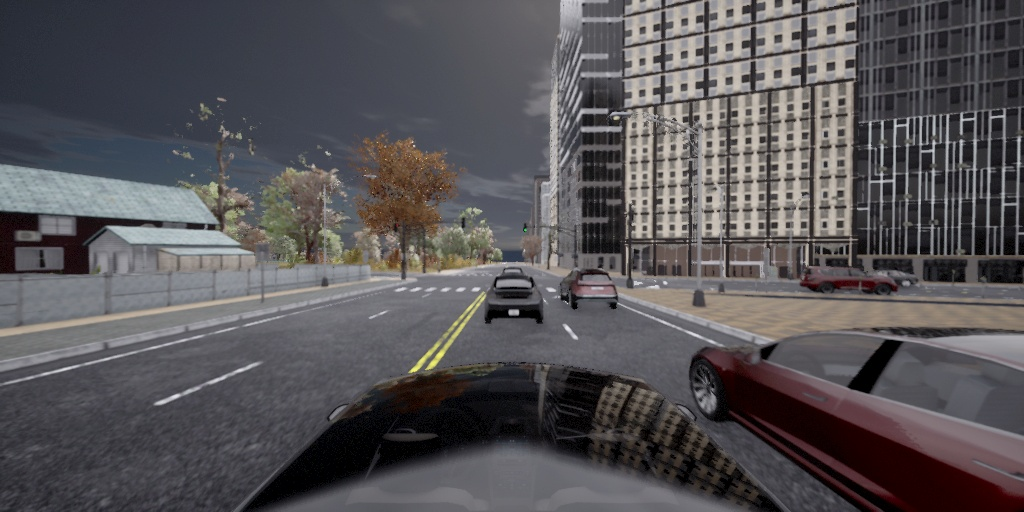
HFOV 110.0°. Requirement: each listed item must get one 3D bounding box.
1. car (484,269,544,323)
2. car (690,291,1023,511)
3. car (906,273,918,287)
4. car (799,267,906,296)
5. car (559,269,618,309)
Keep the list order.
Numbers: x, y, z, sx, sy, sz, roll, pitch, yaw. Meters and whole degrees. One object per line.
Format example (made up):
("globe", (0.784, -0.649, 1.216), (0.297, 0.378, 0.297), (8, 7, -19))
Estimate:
("car", (0.068, 1.401, 12.751), (1.837, 1.490, 4.892), (0, 0, 0))
("car", (3.349, 1.269, 2.873), (2.163, 1.488, 4.792), (0, -1, 0))
("car", (31.026, 1.849, 30.224), (4.403, 1.370, 2.007), (0, 0, 20))
("car", (22.997, 1.702, 24.768), (5.009, 1.841, 2.192), (0, 0, 20))
("car", (3.339, 1.371, 16.257), (2.033, 1.649, 4.856), (0, -1, 0))
